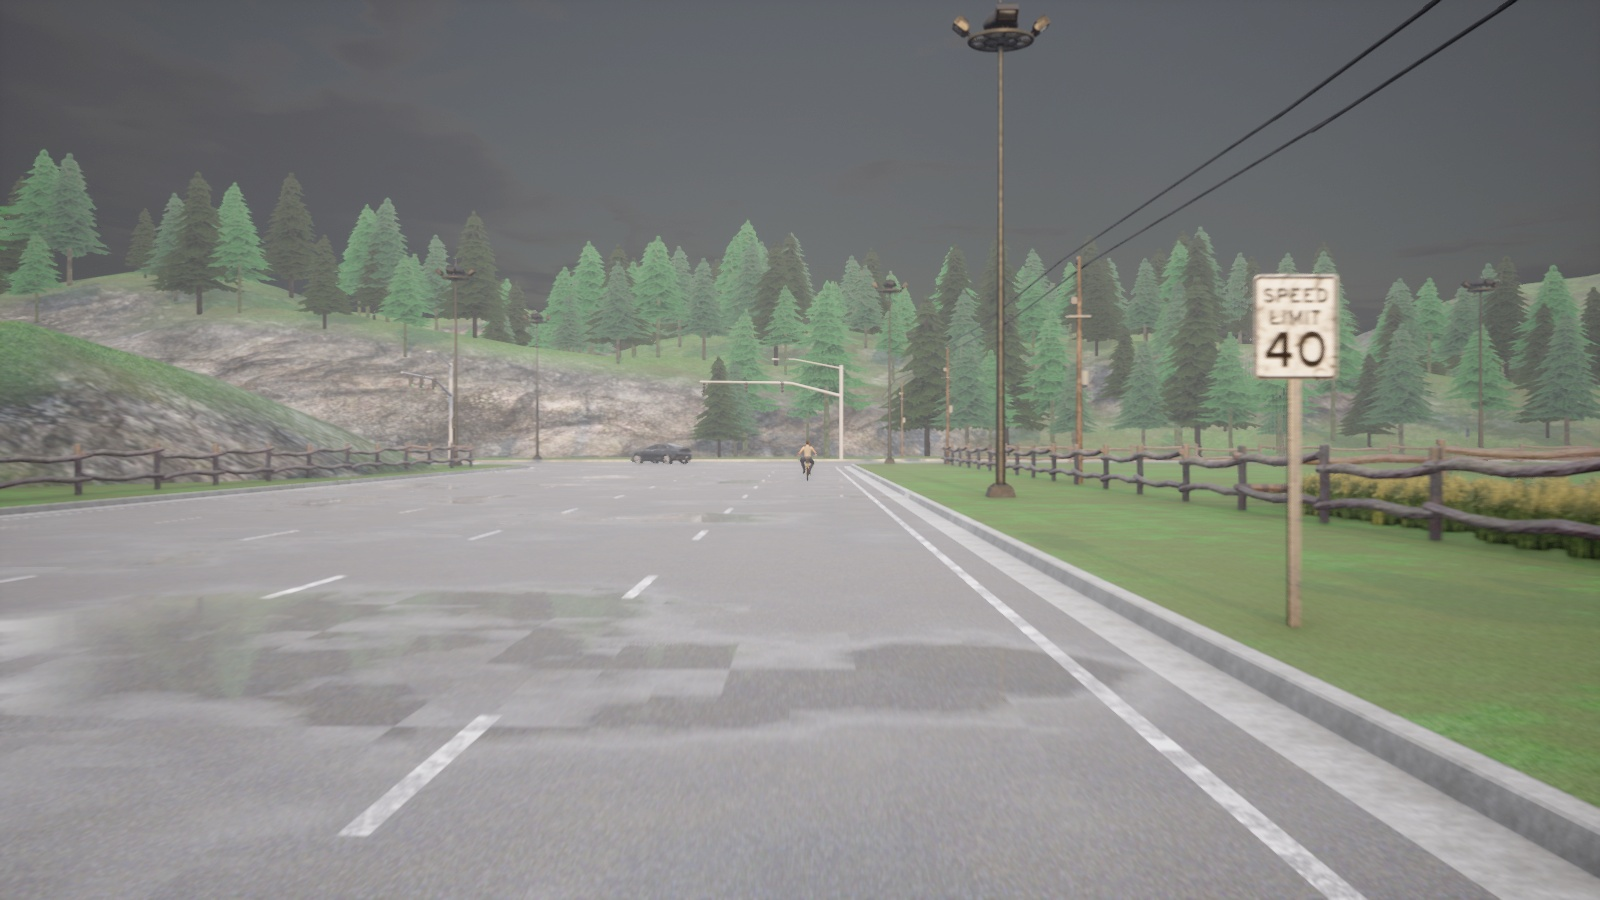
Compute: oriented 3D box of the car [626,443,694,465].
[{"bbox_3d":[-9.904,0.266,88.776,4.892,1.490,1.837,0,0,37],"label":"car"}]
